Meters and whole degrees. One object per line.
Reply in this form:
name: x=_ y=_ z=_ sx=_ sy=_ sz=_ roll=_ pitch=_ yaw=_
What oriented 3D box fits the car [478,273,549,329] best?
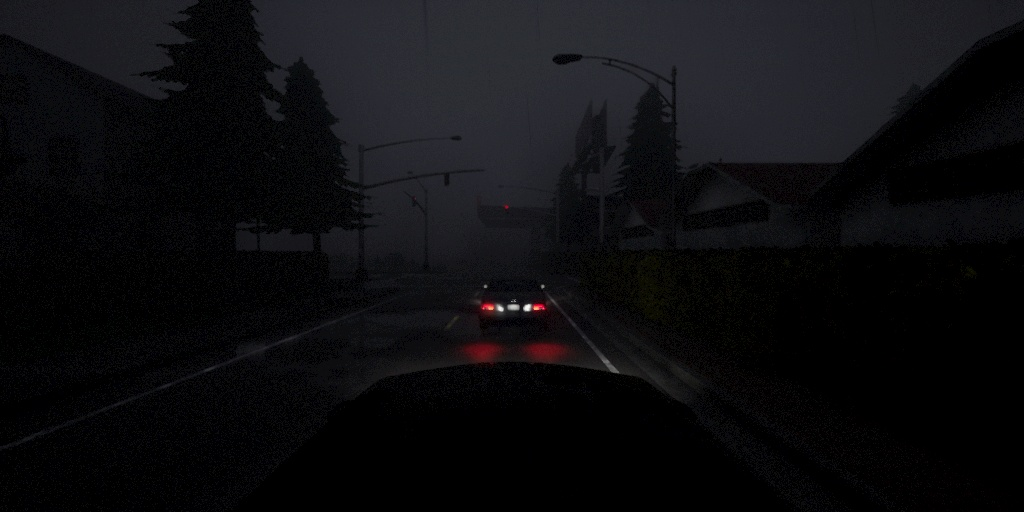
car: x=0.060 y=1.236 z=10.916 sx=2.033 sy=1.411 sz=5.357 roll=0 pitch=0 yaw=1
